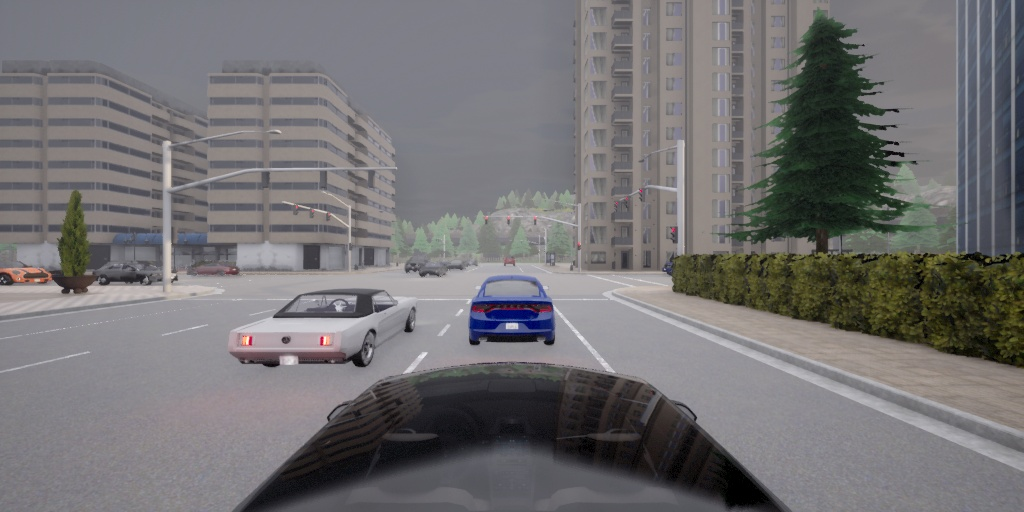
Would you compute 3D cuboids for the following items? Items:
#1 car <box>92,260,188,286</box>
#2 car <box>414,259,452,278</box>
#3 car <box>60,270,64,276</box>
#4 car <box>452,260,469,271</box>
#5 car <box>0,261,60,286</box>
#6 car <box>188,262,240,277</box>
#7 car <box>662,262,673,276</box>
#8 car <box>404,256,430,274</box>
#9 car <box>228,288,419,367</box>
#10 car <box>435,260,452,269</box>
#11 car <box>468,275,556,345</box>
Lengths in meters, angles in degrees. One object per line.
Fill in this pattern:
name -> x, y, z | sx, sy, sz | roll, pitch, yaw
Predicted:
car -> -25.947, 1.241, 24.792 | 4.902, 1.511, 2.128 | 0, 0, 1
car -> -7.391, 1.297, 34.189 | 2.033, 1.411, 5.357 | 0, 0, -1
car -> -38.615, 1.351, 28.329 | 4.718, 1.301, 1.895 | 0, 0, 0
car -> -7.522, 1.227, 49.084 | 1.882, 1.535, 5.008 | 0, 0, 0
car -> -35.099, 1.102, 24.822 | 4.553, 1.767, 2.097 | 0, 0, 0
car -> -29.545, 1.314, 35.551 | 4.181, 1.385, 1.994 | 0, 0, 0
car -> 17.892, 0.971, 35.469 | 5.566, 2.045, 2.150 | 0, 0, 0
car -> -10.958, 0.973, 42.379 | 2.150, 2.045, 5.566 | 0, 0, 0
car -> -3.497, 1.351, 7.855 | 1.895, 1.301, 4.718 | 0, 0, 0
car -> -11.095, 1.351, 58.556 | 1.895, 1.301, 4.718 | 0, 0, 0
car -> -0.004, 1.228, 9.521 | 1.882, 1.535, 5.008 | 0, 0, 0
